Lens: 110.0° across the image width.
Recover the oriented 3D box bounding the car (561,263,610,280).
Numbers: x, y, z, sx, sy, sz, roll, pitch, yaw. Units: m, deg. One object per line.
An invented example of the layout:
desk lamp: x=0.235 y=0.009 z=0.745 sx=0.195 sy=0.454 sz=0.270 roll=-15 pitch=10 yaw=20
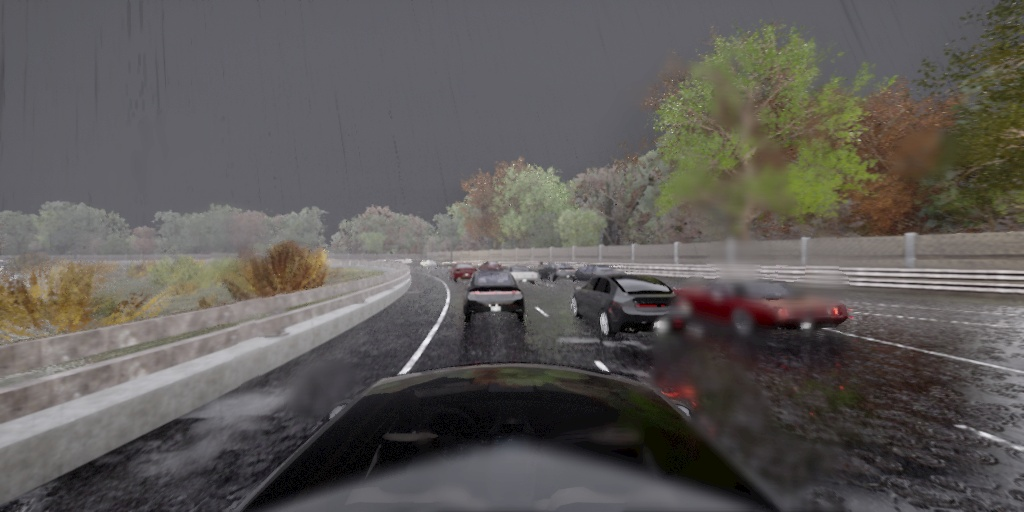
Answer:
car: x=6.055 y=1.329 z=26.492 sx=2.033 sy=1.411 sz=5.357 roll=0 pitch=0 yaw=-22

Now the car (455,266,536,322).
car: x=-0.695 y=1.268 z=12.436 sx=2.128 sy=1.511 sz=4.902 roll=0 pitch=0 yaw=-6

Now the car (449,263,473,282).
car: x=-4.152 y=1.307 z=30.036 sx=1.882 sy=1.535 sz=5.008 roll=0 pitch=0 yaw=-16

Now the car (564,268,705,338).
car: x=3.037 y=1.261 z=10.196 sx=1.837 sy=1.490 sz=4.892 roll=0 pitch=0 yaw=-5

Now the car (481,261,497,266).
car: x=-2.778 y=1.386 z=46.586 sx=1.812 sy=1.442 sz=4.674 roll=0 pitch=0 yaw=-24

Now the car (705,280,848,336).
car: x=6.546 y=1.338 z=10.392 sx=1.895 sy=1.301 sz=4.718 roll=-1 pitch=0 yaw=-5

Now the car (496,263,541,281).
car: x=0.336 y=1.405 z=26.783 sx=1.895 sy=1.301 sz=4.718 roll=0 pitch=0 yaw=-14

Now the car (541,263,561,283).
car: x=3.438 y=1.286 z=28.163 sx=2.128 sy=1.511 sz=4.902 roll=-1 pitch=0 yaw=-14
